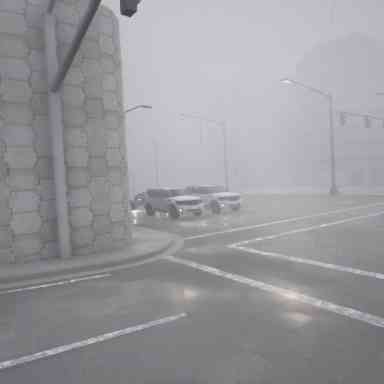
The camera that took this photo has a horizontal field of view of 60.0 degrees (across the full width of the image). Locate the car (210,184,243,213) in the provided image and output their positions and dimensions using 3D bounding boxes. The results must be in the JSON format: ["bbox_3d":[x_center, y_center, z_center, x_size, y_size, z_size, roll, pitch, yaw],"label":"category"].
[{"bbox_3d":[1.395,0.427,25.648,2.150,2.045,5.566,-5,3,-35],"label":"car"}]

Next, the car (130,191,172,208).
[{"bbox_3d":[-4.221,0.694,33.624,2.128,1.511,4.902,-5,3,-35],"label":"car"}]

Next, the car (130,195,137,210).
[{"bbox_3d":[-6.872,1.002,31.325,1.994,1.385,4.181,-5,3,-35],"label":"car"}]

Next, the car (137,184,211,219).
[{"bbox_3d":[-1.451,0.662,23.624,2.150,2.045,5.566,-5,3,-35],"label":"car"}]
